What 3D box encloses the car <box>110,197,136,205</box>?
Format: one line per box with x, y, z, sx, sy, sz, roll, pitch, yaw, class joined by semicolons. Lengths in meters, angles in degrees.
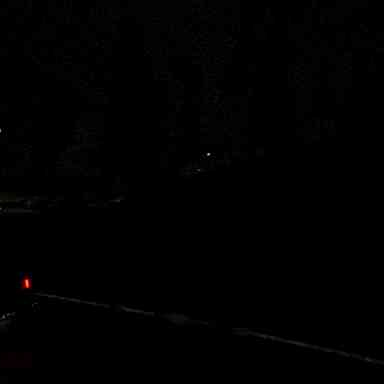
-12.577;1.543;59.153;1.882;1.535;5.008;0;0;22;car

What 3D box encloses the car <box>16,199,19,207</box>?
-21.624;1.396;46.561;2.097;1.767;4.553;0;0;23;car

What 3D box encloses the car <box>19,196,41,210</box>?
-19.419;1.603;42.726;1.994;1.385;4.181;0;0;22;car

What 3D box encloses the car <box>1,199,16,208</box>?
-24.888;1.651;47.827;1.895;1.301;4.718;0;0;23;car

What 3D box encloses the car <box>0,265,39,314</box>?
-5.200;1.610;5.872;4.718;1.301;1.895;0;0;20;car

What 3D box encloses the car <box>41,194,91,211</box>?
-15.844;1.250;42.232;2.150;2.045;5.566;0;1;22;car

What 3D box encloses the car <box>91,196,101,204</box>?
-19.052;1.438;61.812;1.882;1.535;5.008;0;0;22;car
